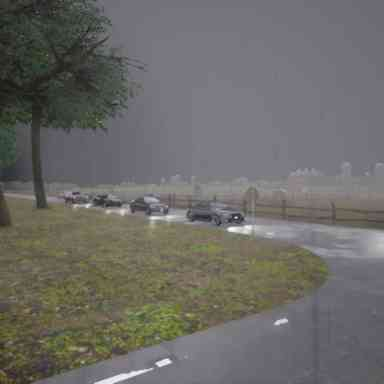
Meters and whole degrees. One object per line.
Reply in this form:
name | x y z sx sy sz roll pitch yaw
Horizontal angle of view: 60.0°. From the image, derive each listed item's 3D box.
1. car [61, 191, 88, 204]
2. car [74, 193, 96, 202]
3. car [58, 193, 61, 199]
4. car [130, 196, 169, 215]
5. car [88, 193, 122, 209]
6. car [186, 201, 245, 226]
car | -15.567 0.665 44.834 2.097 1.767 4.553 -1 1 -36
car | -16.396 0.800 50.906 1.895 1.301 4.718 -1 1 -36
car | -22.237 0.639 58.960 1.994 1.385 4.181 -1 1 -36
car | -3.774 1.124 28.535 1.812 1.442 4.674 -1 2 -36
car | -9.217 0.938 36.024 1.882 1.535 5.008 -1 2 -36
car | 1.436 1.306 21.383 1.994 1.385 4.181 -1 2 -37
